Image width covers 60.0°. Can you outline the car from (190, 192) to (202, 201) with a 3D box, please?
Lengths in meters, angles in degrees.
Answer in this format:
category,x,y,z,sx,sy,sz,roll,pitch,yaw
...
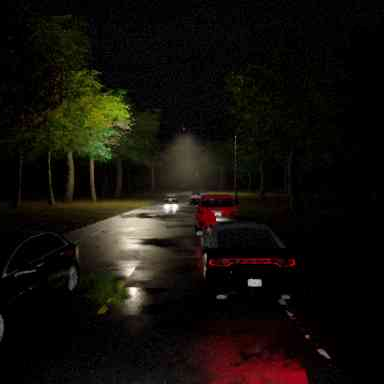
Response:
category,x,y,z,sx,sy,sz,roll,pitch,yaw
car,0.671,0.739,59.869,2.033,1.411,5.357,0,2,1

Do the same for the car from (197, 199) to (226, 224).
category,x,y,z,sx,sy,sz,roll,pitch,yaw
car,1.323,1.346,24.381,1.837,1.490,4.892,0,1,1

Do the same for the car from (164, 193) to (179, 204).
category,x,y,z,sx,sy,sz,roll,pitch,yaw
car,-3.036,0.956,49.767,2.128,1.511,4.902,0,1,1

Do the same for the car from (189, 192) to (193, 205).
category,x,y,z,sx,sy,sz,roll,pitch,yaw
car,0.549,1.088,46.157,2.033,1.411,5.357,0,1,1

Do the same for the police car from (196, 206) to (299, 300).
category,x,y,z,sx,sy,sz,roll,pitch,yaw
police car,1.145,1.398,8.493,1.930,1.638,5.238,0,0,1

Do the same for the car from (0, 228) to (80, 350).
category,x,y,z,sx,sy,sz,roll,pitch,yaw
car,-3.533,1.489,5.920,1.837,1.490,4.892,0,0,1

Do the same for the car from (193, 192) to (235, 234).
category,x,y,z,sx,sy,sz,roll,pitch,yaw
car,1.256,1.127,18.407,2.150,2.045,5.566,0,1,1
